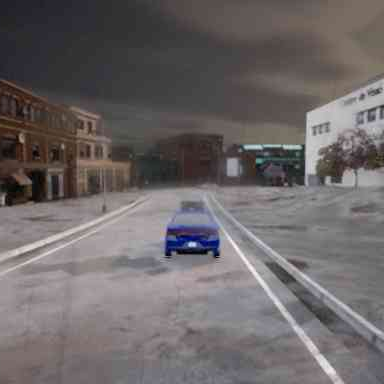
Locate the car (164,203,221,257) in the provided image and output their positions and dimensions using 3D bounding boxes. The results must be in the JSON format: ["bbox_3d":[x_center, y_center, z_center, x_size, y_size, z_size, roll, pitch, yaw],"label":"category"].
[{"bbox_3d":[0.029,1.446,12.884,1.882,1.535,5.008,0,1,0],"label":"car"}]

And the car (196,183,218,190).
[{"bbox_3d":[3.050,-1.086,66.369,1.895,1.301,4.718,4,5,43],"label":"car"}]

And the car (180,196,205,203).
[{"bbox_3d":[0.028,1.027,27.820,1.882,1.535,5.008,0,3,0],"label":"car"}]
